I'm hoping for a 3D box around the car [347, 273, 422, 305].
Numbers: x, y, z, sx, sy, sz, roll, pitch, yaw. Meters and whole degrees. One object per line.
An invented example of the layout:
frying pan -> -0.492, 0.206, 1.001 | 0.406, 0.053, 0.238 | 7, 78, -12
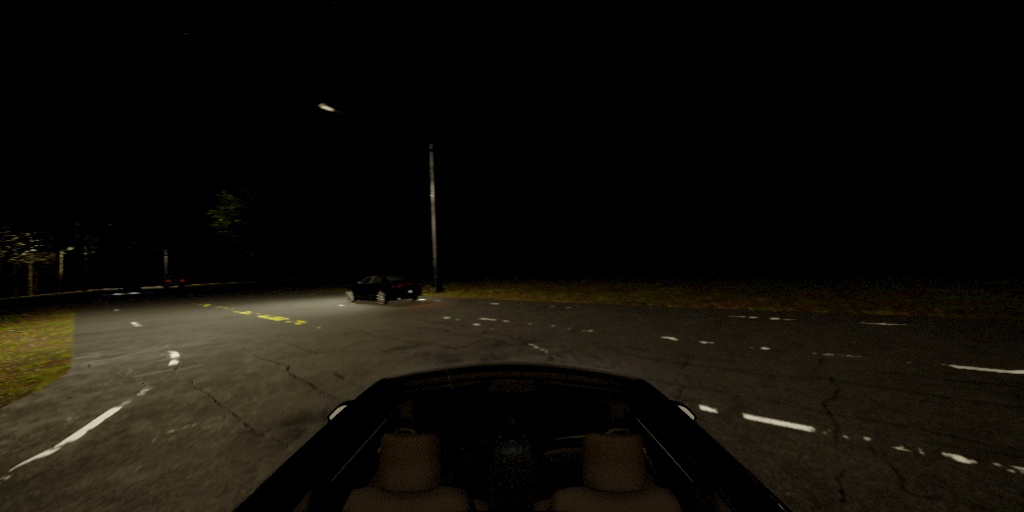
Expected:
car -> -6.778, 1.662, 18.794 | 5.008, 1.535, 1.882 | -3, -2, 39
